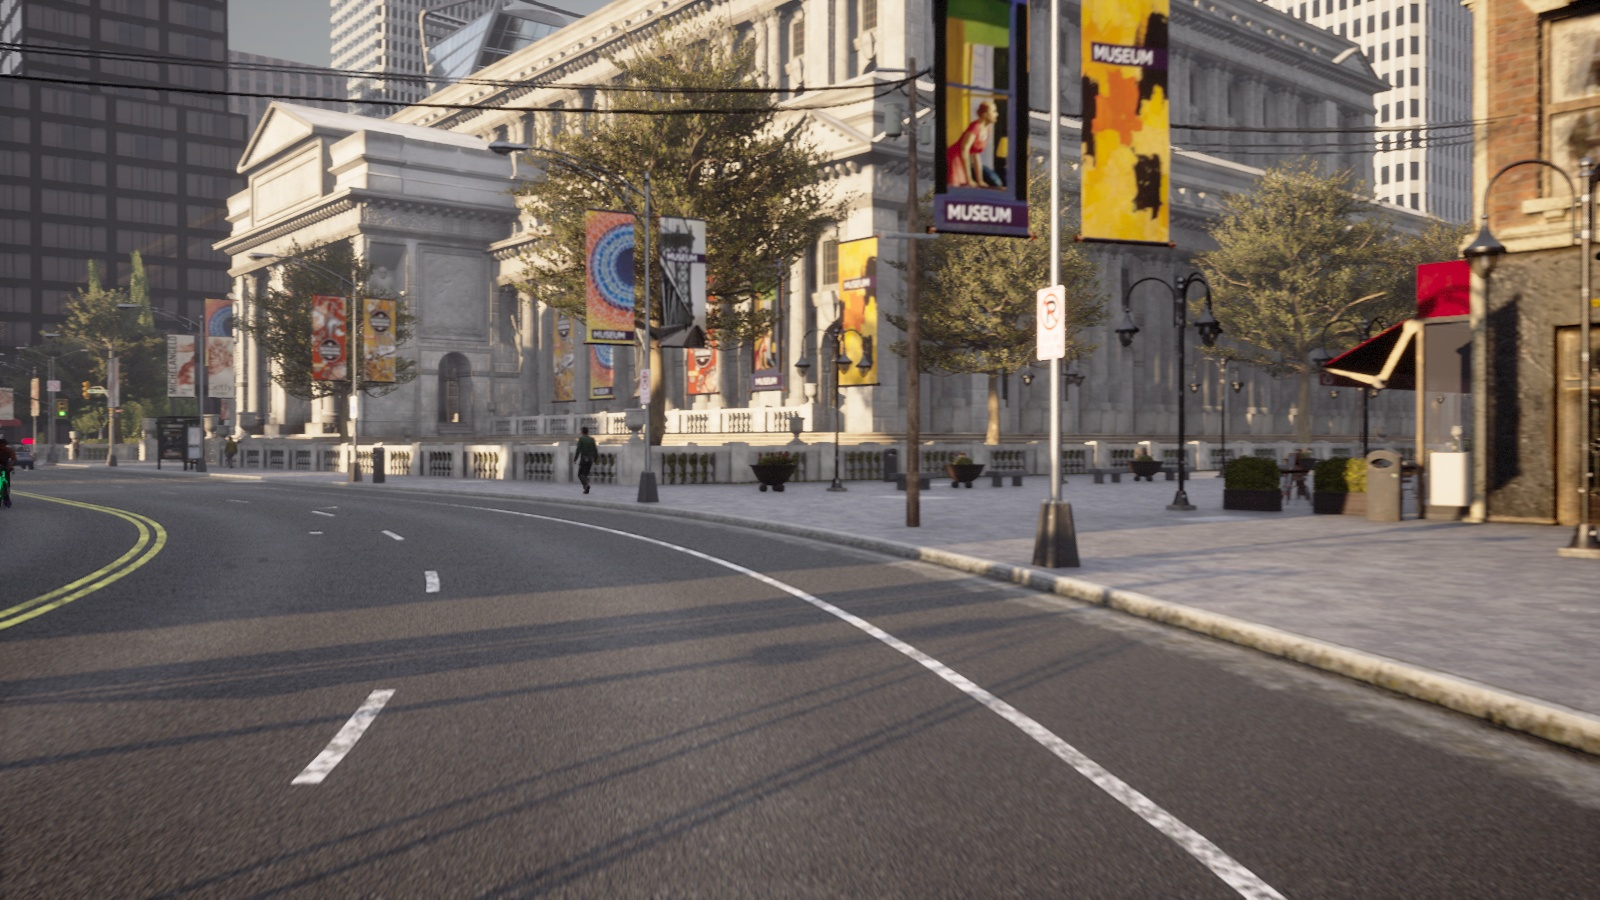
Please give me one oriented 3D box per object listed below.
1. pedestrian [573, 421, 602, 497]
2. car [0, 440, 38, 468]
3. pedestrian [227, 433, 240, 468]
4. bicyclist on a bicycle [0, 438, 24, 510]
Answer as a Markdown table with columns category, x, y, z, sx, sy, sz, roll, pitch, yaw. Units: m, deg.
| category | x | y | z | sx | sy | sz | roll | pitch | yaw |
| --- | --- | --- | --- | --- | --- | --- | --- | --- | --- |
| pedestrian | -5.511 | 0.220 | 32.562 | 0.423 | 1.949 | 0.788 | 0 | 0 | -37 |
| car | -46.523 | 0.233 | 74.372 | 1.851 | 1.617 | 3.988 | 0 | 0 | -39 |
| pedestrian | -30.045 | 0.033 | 66.561 | 0.726 | 1.835 | 0.370 | 0 | 0 | 42 |
| bicyclist on a bicycle | -18.365 | 0.539 | 28.981 | 0.582 | 1.620 | 1.656 | 0 | 1 | -39 |
